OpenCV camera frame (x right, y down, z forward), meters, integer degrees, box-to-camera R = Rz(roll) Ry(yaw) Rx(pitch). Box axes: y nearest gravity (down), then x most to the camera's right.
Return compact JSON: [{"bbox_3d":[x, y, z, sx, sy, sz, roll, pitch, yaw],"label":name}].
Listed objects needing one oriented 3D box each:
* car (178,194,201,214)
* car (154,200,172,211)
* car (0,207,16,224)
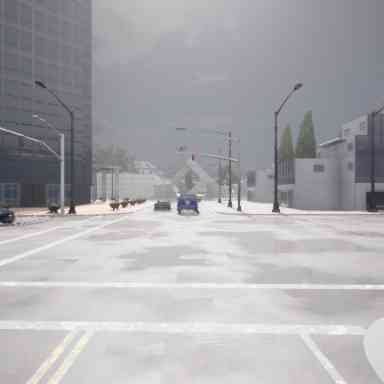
[{"bbox_3d":[-0.378,1.219,36.101,2.150,2.045,5.566,-1,0,1],"label":"car"},{"bbox_3d":[-3.614,1.601,41.604,1.895,1.301,4.718,0,0,0],"label":"car"},{"bbox_3d":[-14.731,1.658,23.341,4.181,1.385,1.994,-1,0,0],"label":"car"}]
